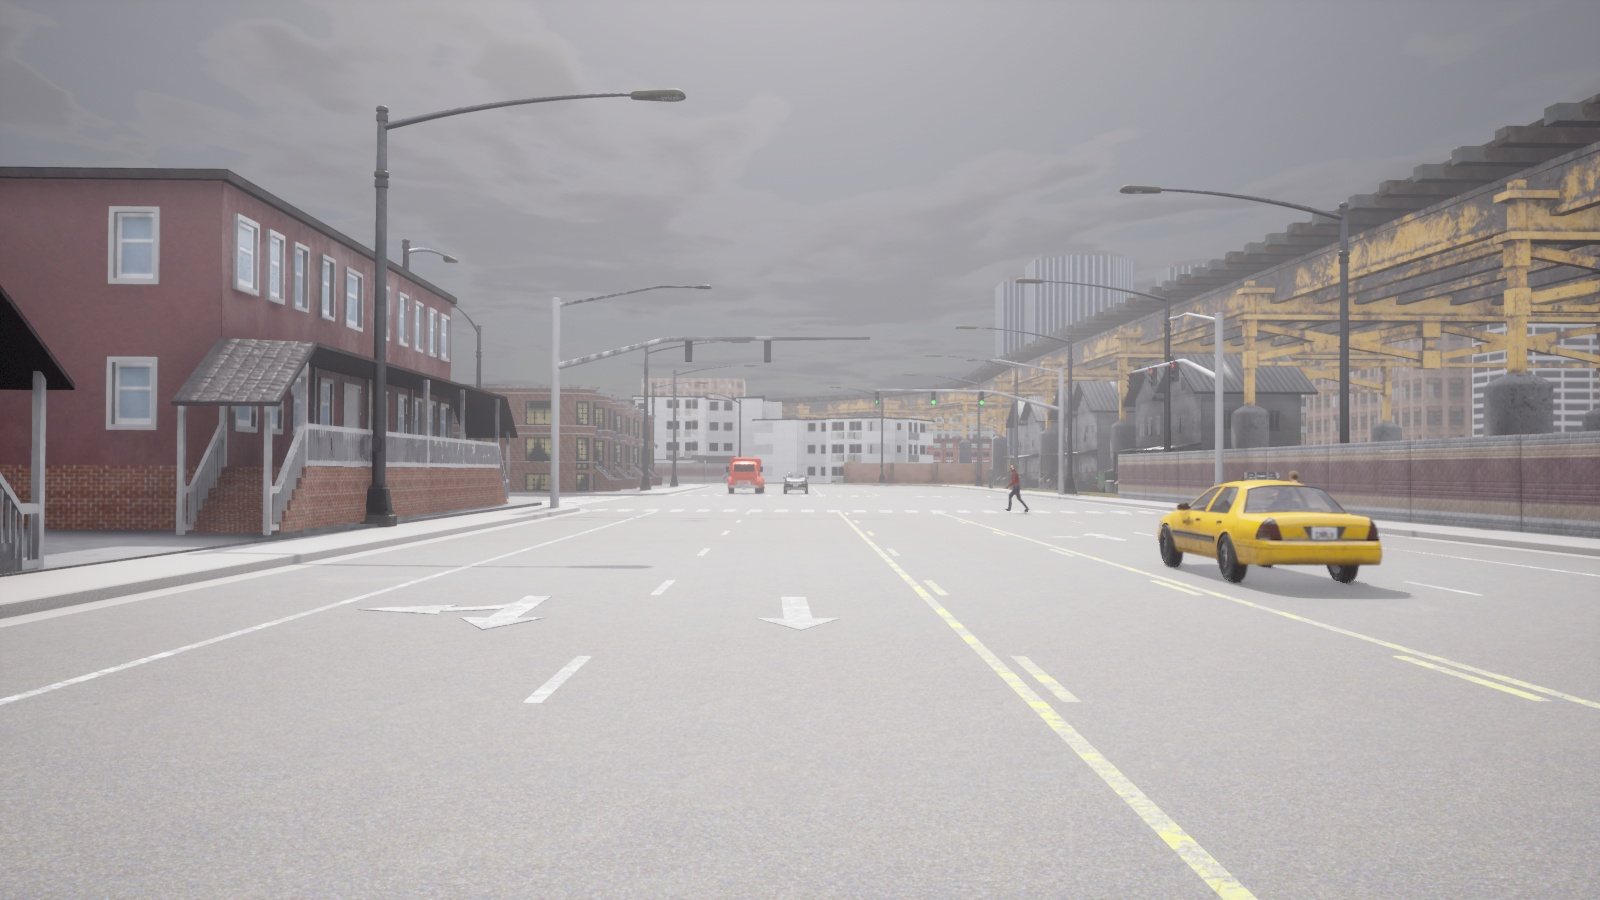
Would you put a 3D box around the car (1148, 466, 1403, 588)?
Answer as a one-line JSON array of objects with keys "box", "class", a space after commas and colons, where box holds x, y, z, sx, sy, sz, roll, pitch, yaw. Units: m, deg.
[{"box": [6.941, 1.045, 19.036, 1.801, 1.575, 5.366, 0, -1, 0], "class": "car"}]

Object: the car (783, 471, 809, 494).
[{"box": [-0.259, 2.240, 86.340, 1.789, 1.549, 3.705, 0, -1, 0], "class": "car"}]

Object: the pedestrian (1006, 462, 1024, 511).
[{"box": [8.147, 1.369, 47.537, 0.636, 1.846, 0.331, 0, -1, 8], "class": "pedestrian"}]

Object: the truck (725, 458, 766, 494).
[{"box": [-3.769, 1.810, 87.317, 2.627, 2.467, 5.204, 0, -1, 0], "class": "truck"}]
